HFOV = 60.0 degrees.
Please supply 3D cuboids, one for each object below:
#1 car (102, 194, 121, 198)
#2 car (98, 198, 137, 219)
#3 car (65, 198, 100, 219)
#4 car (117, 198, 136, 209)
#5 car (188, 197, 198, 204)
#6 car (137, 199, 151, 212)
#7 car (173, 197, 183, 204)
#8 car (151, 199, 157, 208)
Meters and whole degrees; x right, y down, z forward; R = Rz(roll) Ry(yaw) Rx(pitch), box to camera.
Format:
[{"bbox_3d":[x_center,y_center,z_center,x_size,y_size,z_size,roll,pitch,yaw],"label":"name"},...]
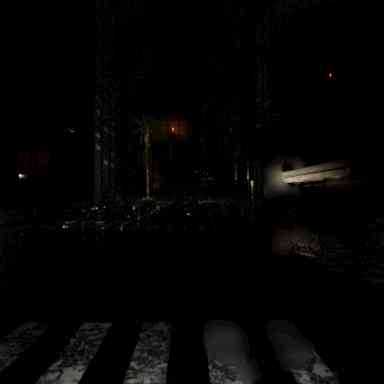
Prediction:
[{"bbox_3d":[-9.756,1.317,39.861,2.150,2.045,5.566,0,0,0],"label":"car"},{"bbox_3d":[-6.529,1.541,29.649,1.882,1.535,5.008,0,0,0],"label":"car"},{"bbox_3d":[-9.774,1.541,29.915,1.882,1.535,5.008,0,0,0],"label":"car"},{"bbox_3d":[-9.714,1.698,49.822,1.994,1.385,4.181,0,0,0],"label":"car"},{"bbox_3d":[0.275,1.786,69.874,1.994,1.385,4.181,0,0,0],"label":"car"},{"bbox_3d":[-6.502,1.586,39.524,2.128,1.511,4.902,0,0,0],"label":"car"},{"bbox_3d":[-2.975,1.786,69.857,1.994,1.385,4.181,0,0,0],"label":"car"},{"bbox_3d":[-6.465,1.735,49.962,1.895,1.301,4.718,0,0,1],"label":"car"}]
